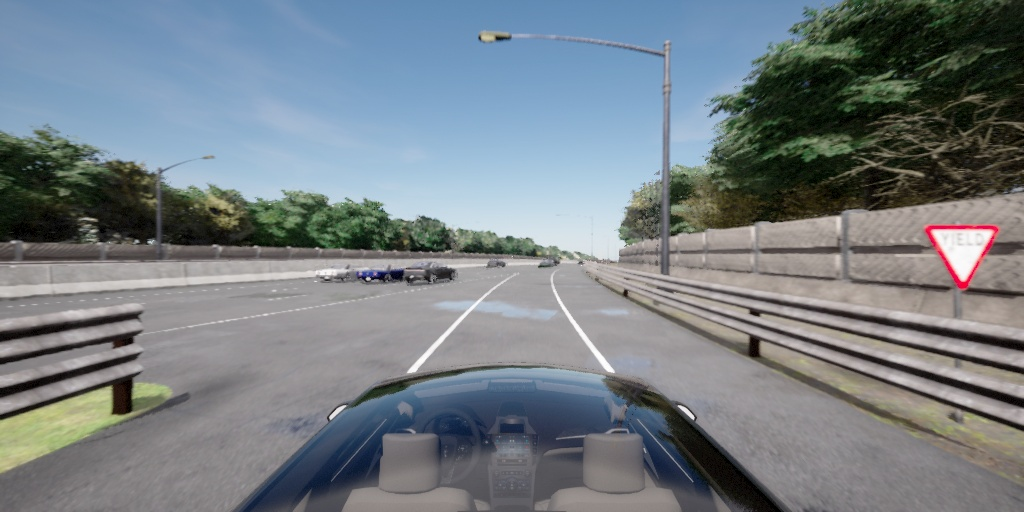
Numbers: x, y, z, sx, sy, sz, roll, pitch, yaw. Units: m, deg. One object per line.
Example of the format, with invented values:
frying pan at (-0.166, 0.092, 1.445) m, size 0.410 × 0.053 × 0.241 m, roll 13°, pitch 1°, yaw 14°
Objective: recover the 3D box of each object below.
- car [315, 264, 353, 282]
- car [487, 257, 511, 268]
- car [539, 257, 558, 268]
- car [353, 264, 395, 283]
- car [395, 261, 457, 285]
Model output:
car at (-12.136, 1.214, 26.933) m, size 1.895 × 1.301 × 4.718 m, roll 0°, pitch 0°, yaw 18°
car at (-2.383, 1.169, 56.566) m, size 2.128 × 1.511 × 4.902 m, roll 0°, pitch 0°, yaw 18°
car at (5.820, 1.298, 59.072) m, size 1.994 × 1.385 × 4.181 m, roll 0°, pitch -1°, yaw 18°
car at (-8.811, 1.222, 25.838) m, size 1.895 × 1.301 × 4.718 m, roll 0°, pitch 0°, yaw 18°
car at (-5.500, 1.101, 24.723) m, size 2.128 × 1.511 × 4.902 m, roll -1°, pitch 0°, yaw 18°
